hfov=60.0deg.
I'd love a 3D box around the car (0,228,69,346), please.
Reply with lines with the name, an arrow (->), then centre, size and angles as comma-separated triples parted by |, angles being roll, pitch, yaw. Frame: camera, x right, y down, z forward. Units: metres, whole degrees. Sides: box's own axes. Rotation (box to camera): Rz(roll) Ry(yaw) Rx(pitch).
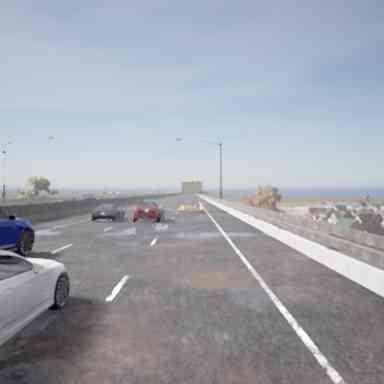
car -> -3.398, 1.540, 4.870 | 1.812, 1.442, 4.674 | 0, 0, 0

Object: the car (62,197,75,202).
car -> -24.486, 1.692, 66.723 | 1.994, 1.385, 4.181 | 0, 0, 0

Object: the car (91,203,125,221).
car -> -6.896, 1.634, 27.736 | 1.994, 1.385, 4.181 | 0, 0, 0

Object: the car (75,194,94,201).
car -> -20.987, 1.365, 67.110 | 2.150, 2.045, 5.566 | 0, 0, 0

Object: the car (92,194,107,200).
car -> -17.491, 1.700, 65.111 | 1.994, 1.385, 4.181 | 0, 0, 0

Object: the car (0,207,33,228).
car -> -6.898, 1.249, 9.955 | 2.150, 2.045, 5.566 | 0, 0, 0

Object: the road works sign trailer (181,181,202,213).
road works sign trailer -> 0.007, 0.558, 38.329 | 2.380, 3.560, 2.880 | 0, 0, 0

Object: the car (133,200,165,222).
car -> -3.395, 1.421, 26.964 | 2.097, 1.767, 4.553 | 0, 0, 0
